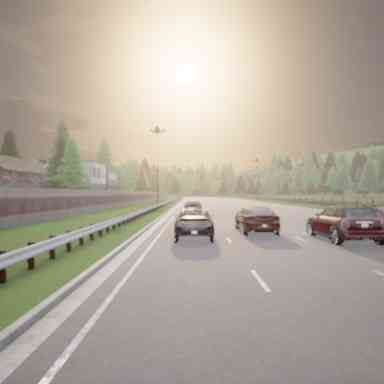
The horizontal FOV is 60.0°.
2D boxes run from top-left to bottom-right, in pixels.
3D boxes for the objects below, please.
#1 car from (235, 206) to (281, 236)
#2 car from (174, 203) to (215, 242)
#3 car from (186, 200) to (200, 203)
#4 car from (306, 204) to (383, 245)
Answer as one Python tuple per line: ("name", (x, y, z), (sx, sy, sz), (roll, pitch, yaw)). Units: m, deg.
("car", (3.603, 1.530, 18.946), (1.882, 1.535, 5.008), (0, 0, 0))
("car", (0.102, 1.538, 16.767), (2.128, 1.511, 4.902), (0, 0, 0))
("car", (0.105, 1.601, 35.158), (1.837, 1.490, 4.892), (0, 0, 0))
("car", (7.100, 1.395, 15.776), (2.097, 1.767, 4.553), (0, 0, 0))
